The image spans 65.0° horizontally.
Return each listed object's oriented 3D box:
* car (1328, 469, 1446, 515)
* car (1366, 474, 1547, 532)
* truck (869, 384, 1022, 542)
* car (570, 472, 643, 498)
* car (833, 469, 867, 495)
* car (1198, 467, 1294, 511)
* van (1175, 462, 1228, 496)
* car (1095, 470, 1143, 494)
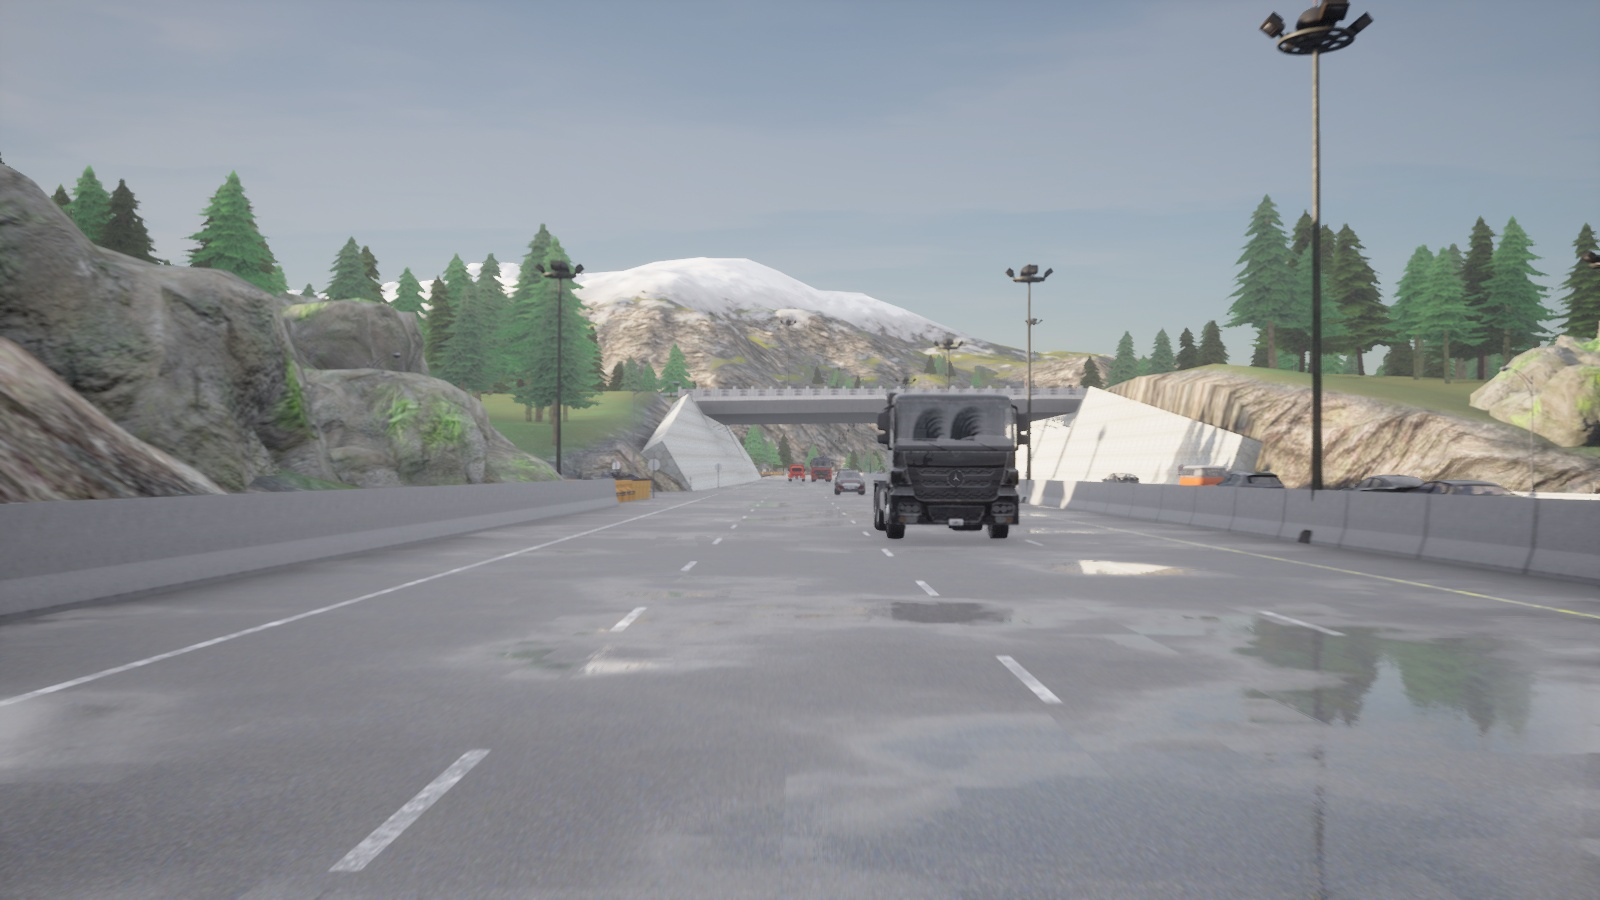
[{"bbox_3d":[20.891,1.459,44.940,1.882,1.535,5.008,0,-1,0],"label":"car"},{"bbox_3d":[17.418,1.355,33.703,2.033,1.411,5.357,0,-1,0],"label":"car"},{"bbox_3d":[3.419,0.347,31.644,2.891,3.462,7.936,0,-1,0],"label":"truck"},{"bbox_3d":[-11.709,2.081,76.309,2.007,1.525,4.514,-1,-1,31],"label":"car"},{"bbox_3d":[3.297,2.127,83.659,2.033,1.649,4.856,0,-1,0],"label":"car"},{"bbox_3d":[17.380,1.496,49.181,2.033,1.649,4.856,0,-1,0],"label":"car"},{"bbox_3d":[24.314,1.742,76.190,1.775,1.987,4.442,0,-1,0],"label":"van"},{"bbox_3d":[20.801,2.048,82.101,2.007,1.525,4.514,0,-1,0],"label":"car"}]
